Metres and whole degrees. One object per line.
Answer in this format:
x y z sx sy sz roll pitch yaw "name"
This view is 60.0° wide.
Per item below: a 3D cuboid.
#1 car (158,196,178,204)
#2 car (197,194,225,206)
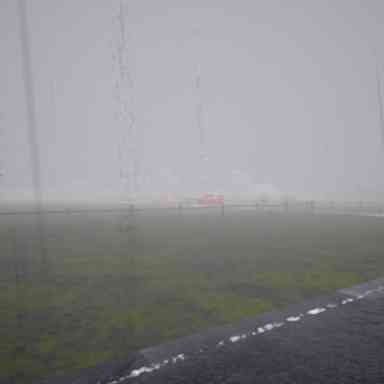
-4.878 1.550 67.150 1.882 1.535 5.008 2 -1 -41 "car"
3.290 1.312 57.593 2.150 2.045 5.566 2 -1 -39 "car"
